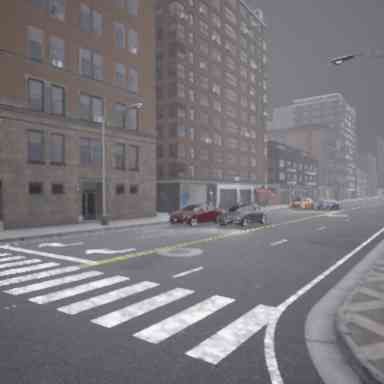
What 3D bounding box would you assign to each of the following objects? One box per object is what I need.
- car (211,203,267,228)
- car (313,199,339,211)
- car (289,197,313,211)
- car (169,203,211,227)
[{"bbox_3d":[3.578,1.587,23.128,1.837,1.490,4.892,-1,0,36],"label":"car"},{"bbox_3d":[17.155,1.600,41.814,1.812,1.442,4.674,-1,-1,36],"label":"car"},{"bbox_3d":[14.385,1.458,43.536,2.097,1.767,4.553,-1,0,36],"label":"car"},{"bbox_3d":[0.344,1.592,24.202,1.882,1.535,5.008,-1,0,36],"label":"car"}]
